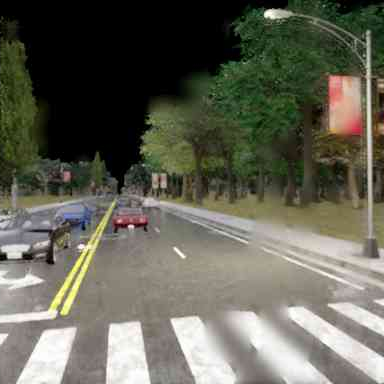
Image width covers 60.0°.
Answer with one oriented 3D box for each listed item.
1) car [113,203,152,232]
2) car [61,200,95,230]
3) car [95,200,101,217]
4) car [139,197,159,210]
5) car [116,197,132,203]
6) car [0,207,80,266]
[{"bbox_3d":[-3.754,1.569,20.095,1.895,1.301,4.718,-1,0,-12],"label":"car"},{"bbox_3d":[-7.412,1.474,20.828,1.882,1.535,5.008,-1,0,-12],"label":"car"},{"bbox_3d":[-9.492,1.478,30.747,2.128,1.511,4.902,-1,0,-12],"label":"car"},{"bbox_3d":[-5.326,1.452,42.215,1.812,1.442,4.674,-1,0,-12],"label":"car"},{"bbox_3d":[-9.046,1.447,44.166,2.128,1.511,4.902,-1,0,-12],"label":"car"},{"bbox_3d":[-5.447,1.500,11.630,2.128,1.511,4.902,-1,0,-12],"label":"car"}]
